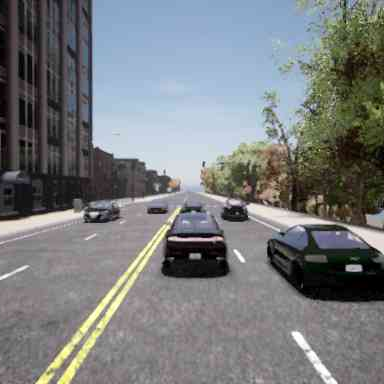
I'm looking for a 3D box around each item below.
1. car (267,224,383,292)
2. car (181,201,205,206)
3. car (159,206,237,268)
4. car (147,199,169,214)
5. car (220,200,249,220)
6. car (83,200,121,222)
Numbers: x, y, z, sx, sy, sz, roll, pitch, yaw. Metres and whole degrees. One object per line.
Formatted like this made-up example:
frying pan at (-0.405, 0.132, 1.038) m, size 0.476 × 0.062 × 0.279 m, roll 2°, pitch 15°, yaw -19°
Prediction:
car at (3.336, 1.519, 8.842) m, size 1.994 × 1.385 × 4.181 m, roll 0°, pitch 0°, yaw 0°
car at (0.092, 1.425, 27.214) m, size 1.994 × 1.385 × 4.181 m, roll 0°, pitch 0°, yaw 0°
car at (0.091, 1.436, 11.033) m, size 2.128 × 1.511 × 4.902 m, roll 0°, pitch 0°, yaw 0°
car at (-3.336, 1.378, 33.449) m, size 2.033 × 1.411 × 5.357 m, roll 0°, pitch 0°, yaw 0°
car at (3.342, 1.355, 26.804) m, size 2.128 × 1.511 × 4.902 m, roll 0°, pitch 0°, yaw 0°
car at (-6.598, 1.367, 24.770) m, size 2.128 × 1.511 × 4.902 m, roll 0°, pitch 0°, yaw 0°
